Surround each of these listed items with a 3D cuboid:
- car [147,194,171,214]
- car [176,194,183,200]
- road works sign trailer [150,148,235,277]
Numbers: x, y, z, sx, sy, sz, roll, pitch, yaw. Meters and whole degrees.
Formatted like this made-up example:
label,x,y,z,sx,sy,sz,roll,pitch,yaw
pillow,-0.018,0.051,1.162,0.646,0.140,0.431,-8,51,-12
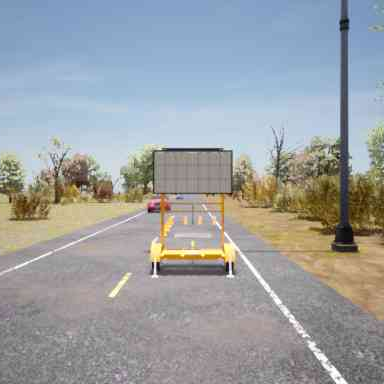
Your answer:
label,x,y,z,sx,sy,sz,roll,pitch,yaw
car,-3.519,1.202,36.093,2.150,2.045,5.566,0,0,0
car,-3.303,1.362,89.358,1.882,1.535,5.008,0,0,0
road works sign trailer,0.023,0.464,10.174,2.380,3.560,2.880,0,0,0
